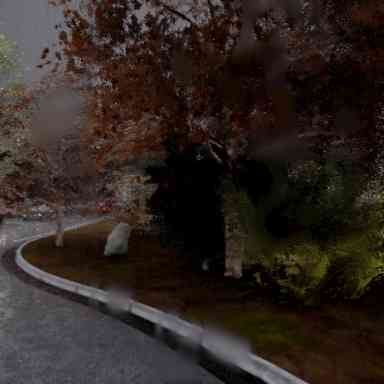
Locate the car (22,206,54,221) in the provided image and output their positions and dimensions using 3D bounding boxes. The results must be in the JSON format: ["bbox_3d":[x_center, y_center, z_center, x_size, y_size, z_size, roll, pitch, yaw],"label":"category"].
[{"bbox_3d":[-15.807,2.199,34.424,1.837,1.490,4.892,1,-1,-3],"label":"car"}]

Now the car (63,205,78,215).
[{"bbox_3d":[-16.594,2.489,47.140,2.033,1.411,5.357,1,-1,-3],"label":"car"}]

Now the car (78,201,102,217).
[{"bbox_3d":[-12.671,2.158,43.449,2.150,2.045,5.566,1,-1,-4],"label":"car"}]

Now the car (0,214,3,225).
[{"bbox_3d":[-15.128,1.906,23.040,1.882,1.535,5.008,1,-2,-3],"label":"car"}]
